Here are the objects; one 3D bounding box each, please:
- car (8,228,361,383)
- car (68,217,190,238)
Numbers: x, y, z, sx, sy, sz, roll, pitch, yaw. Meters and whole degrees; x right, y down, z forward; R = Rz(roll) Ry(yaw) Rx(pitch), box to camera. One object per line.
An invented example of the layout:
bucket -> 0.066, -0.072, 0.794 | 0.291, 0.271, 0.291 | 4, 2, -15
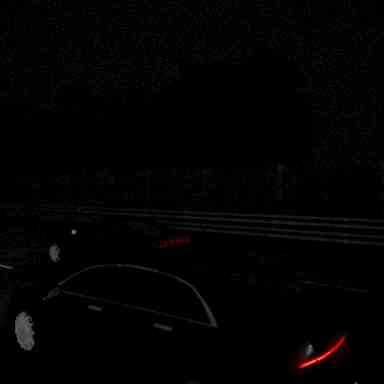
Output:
car -> -0.533, 1.503, 4.370 | 4.892, 1.490, 1.837 | 0, 0, 35
car -> -2.325, 1.475, 9.945 | 5.008, 1.535, 1.882 | 0, 0, 35
